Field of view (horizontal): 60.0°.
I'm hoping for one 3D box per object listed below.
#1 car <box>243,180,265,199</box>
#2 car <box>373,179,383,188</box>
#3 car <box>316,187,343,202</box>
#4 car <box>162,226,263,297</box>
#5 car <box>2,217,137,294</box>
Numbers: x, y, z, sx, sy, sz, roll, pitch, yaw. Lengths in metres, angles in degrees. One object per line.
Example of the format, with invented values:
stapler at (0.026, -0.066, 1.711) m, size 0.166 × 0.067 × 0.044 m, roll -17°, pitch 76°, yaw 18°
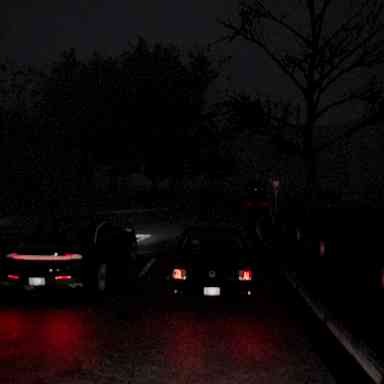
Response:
car at (7.074, -0.325, 38.109) m, size 2.150 × 2.045 × 5.566 m, roll 1°, pitch 3°, yaw 6°
car at (34.869, -1.630, 59.544) m, size 2.185 × 1.767 × 4.553 m, roll -1°, pitch 4°, yaw -15°
car at (13.915, 0.199, 34.842) m, size 4.181 × 1.385 × 1.994 m, roll -2°, pitch 4°, yaw -32°
car at (0.504, 1.499, 8.360) m, size 1.895 × 1.301 × 4.718 m, roll 0°, pitch 1°, yaw 3°
car at (-2.721, 1.379, 8.534) m, size 2.128 × 1.511 × 4.902 m, roll 0°, pitch 1°, yaw 3°
